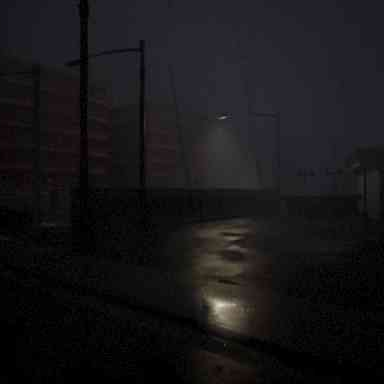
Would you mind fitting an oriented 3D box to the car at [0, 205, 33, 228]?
[{"bbox_3d":[-12.112,1.531,20.557,1.837,1.490,4.892,-2,-2,34],"label":"car"}]
